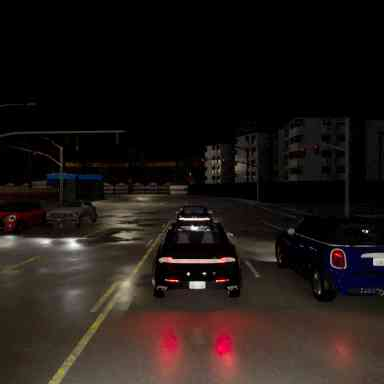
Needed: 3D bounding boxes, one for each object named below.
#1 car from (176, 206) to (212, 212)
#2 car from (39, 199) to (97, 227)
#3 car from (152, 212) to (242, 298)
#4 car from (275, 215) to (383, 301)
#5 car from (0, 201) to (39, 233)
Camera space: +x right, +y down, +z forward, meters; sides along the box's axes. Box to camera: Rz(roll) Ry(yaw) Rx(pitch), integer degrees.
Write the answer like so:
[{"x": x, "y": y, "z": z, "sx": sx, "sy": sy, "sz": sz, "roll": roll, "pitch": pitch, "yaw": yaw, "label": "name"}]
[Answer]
[{"x": 0.115, "y": 1.474, "z": 17.971, "sx": 2.128, "sy": 1.511, "sz": 4.902, "roll": 0, "pitch": 0, "yaw": 0, "label": "car"}, {"x": -6.987, "y": 1.179, "z": 19.766, "sx": 1.812, "sy": 1.442, "sz": 4.674, "roll": 0, "pitch": 0, "yaw": 0, "label": "car"}, {"x": 0.104, "y": 1.500, "z": 8.558, "sx": 2.128, "sy": 1.511, "sz": 4.902, "roll": 0, "pitch": 0, "yaw": 0, "label": "car"}, {"x": 3.605, "y": 1.351, "z": 8.465, "sx": 2.097, "sy": 1.767, "sz": 4.553, "roll": 0, "pitch": 0, "yaw": 0, "label": "car"}, {"x": -10.488, "y": 1.407, "z": 19.804, "sx": 2.097, "sy": 1.767, "sz": 4.553, "roll": 0, "pitch": 0, "yaw": 0, "label": "car"}]
